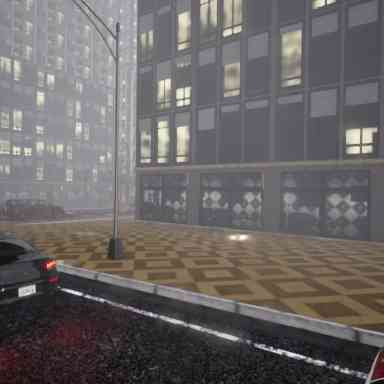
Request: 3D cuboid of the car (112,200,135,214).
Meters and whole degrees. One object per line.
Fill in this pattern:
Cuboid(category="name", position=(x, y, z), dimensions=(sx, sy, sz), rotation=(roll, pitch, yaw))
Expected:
Cuboid(category="car", position=(-7.007, 1.829, 38.468), dimensions=(1.752, 1.417, 4.829), rotation=(1, 0, 36))

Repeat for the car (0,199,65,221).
Cuboid(category="car", position=(-13.796, 1.518, 29.249), dimensions=(2.192, 1.841, 5.009), rotation=(1, 0, 36))

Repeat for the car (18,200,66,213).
Cuboid(category="car", position=(-17.303, 1.642, 38.621), dimensions=(1.752, 1.417, 4.829), rotation=(1, 0, 36))

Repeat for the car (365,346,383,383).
Cuboid(category="car", position=(3.196, 1.353, 1.409), dimensions=(4.553, 1.767, 2.097), rotation=(0, 0, 35))

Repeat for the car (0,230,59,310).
Cuboid(category="car", position=(-4.696, 1.522, 7.020), dimensions=(4.674, 1.442, 1.812), rotation=(0, 0, 35))

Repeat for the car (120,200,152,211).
Cuboid(category="car", position=(-7.907, 1.830, 46.986), dimensions=(1.994, 1.385, 4.181), rotation=(1, 0, 36))
